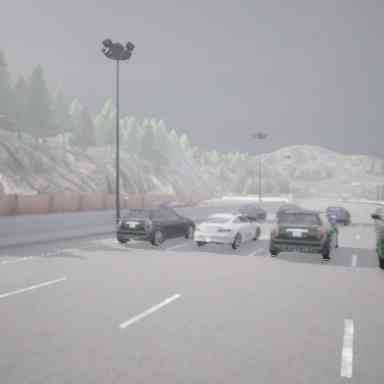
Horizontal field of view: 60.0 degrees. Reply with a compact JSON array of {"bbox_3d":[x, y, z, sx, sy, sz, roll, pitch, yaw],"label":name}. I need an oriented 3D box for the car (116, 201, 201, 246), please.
[{"bbox_3d":[-1.630,1.535,16.543,2.097,1.767,4.553,0,-1,28],"label":"car"}]

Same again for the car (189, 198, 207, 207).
[{"bbox_3d":[1.284,2.105,68.630,2.097,1.767,4.553,0,-1,26],"label":"car"}]

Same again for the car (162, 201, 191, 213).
[{"bbox_3d":[-2.112,2.032,45.996,1.812,1.442,4.674,0,0,28],"label":"car"}]

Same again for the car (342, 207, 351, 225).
[{"bbox_3d":[11.522,1.845,26.609,1.994,1.385,4.181,0,-1,28],"label":"car"}]

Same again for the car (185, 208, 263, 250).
[{"bbox_3d":[1.710,1.693,15.375,1.812,1.442,4.674,0,0,28],"label":"car"}]

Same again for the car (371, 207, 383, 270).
[{"bbox_3d":[7.340,1.340,11.056,2.150,2.045,5.566,0,0,27],"label":"car"}]

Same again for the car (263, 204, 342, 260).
[{"bbox_3d":[4.612,1.494,13.373,2.097,1.767,4.553,0,-1,28],"label":"car"}]

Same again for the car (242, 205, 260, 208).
[{"bbox_3d":[5.308,1.886,29.818,1.994,1.385,4.181,0,-1,28],"label":"car"}]

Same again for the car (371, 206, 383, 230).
[{"bbox_3d":[14.151,1.799,24.109,2.033,1.411,5.357,0,-1,28],"label":"car"}]

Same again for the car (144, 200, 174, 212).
[{"bbox_3d":[-4.694,2.015,48.625,1.882,1.535,5.008,0,0,29],"label":"car"}]

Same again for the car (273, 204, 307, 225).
[{"bbox_3d":[8.415,1.808,28.217,1.837,1.490,4.892,0,0,28],"label":"car"}]

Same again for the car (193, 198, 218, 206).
[{"bbox_3d":[2.013,1.983,46.368,1.882,1.535,5.008,0,0,29],"label":"car"}]
